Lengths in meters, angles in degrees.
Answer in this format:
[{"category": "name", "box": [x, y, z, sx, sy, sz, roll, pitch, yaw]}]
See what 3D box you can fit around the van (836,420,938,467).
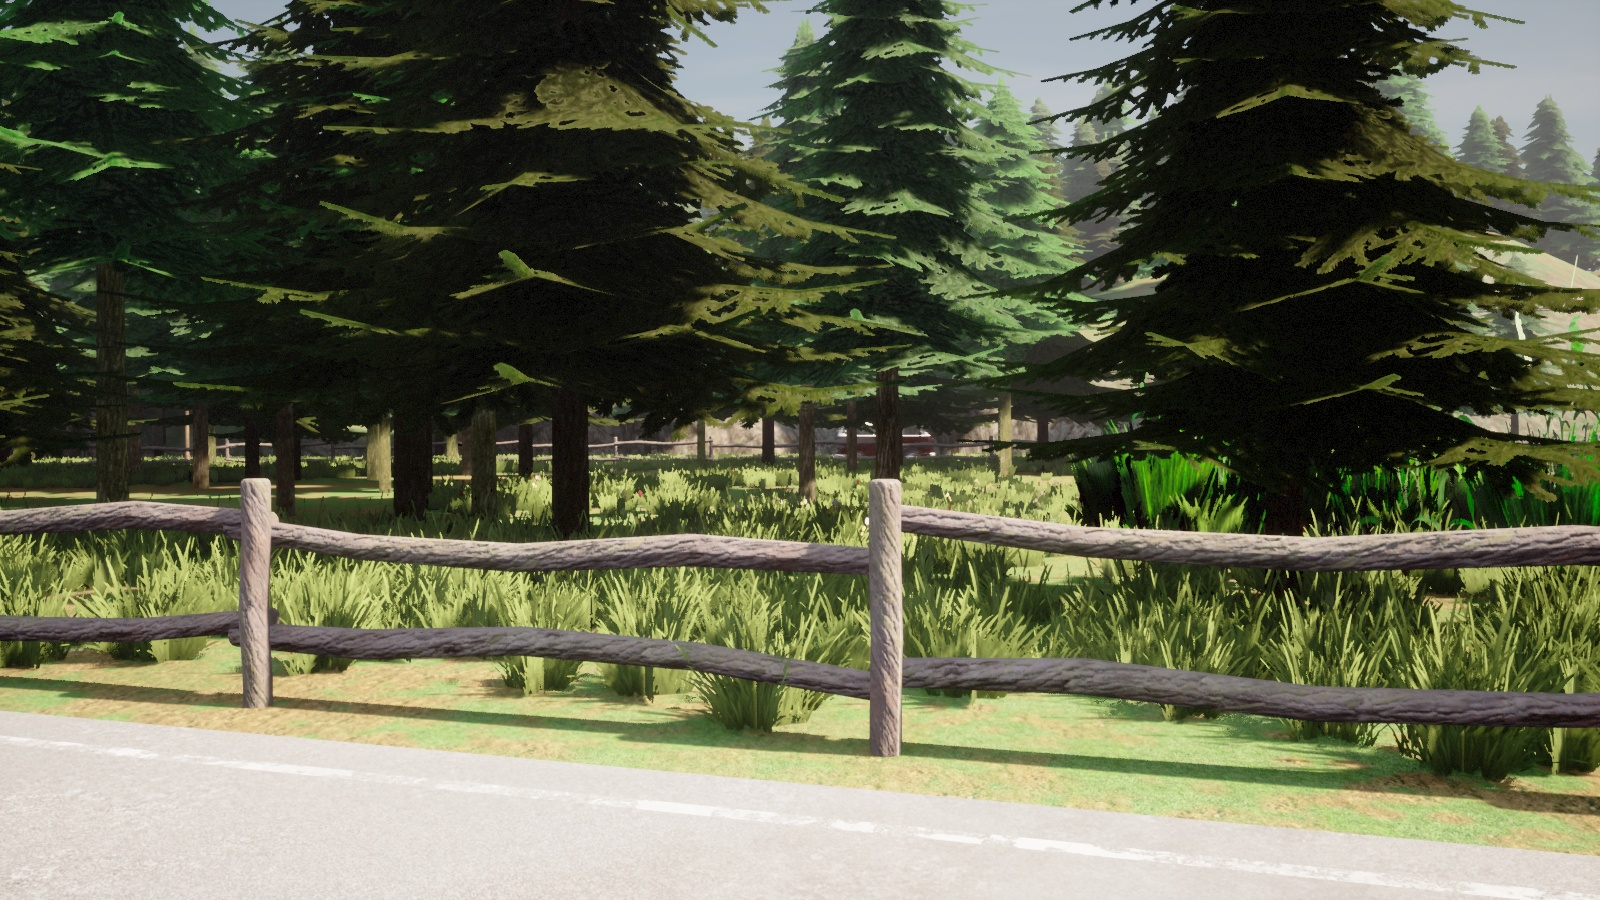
[{"category": "van", "box": [3.889, -0.309, 56.698, 4.480, 2.038, 2.069, 0, 1, 2]}]
